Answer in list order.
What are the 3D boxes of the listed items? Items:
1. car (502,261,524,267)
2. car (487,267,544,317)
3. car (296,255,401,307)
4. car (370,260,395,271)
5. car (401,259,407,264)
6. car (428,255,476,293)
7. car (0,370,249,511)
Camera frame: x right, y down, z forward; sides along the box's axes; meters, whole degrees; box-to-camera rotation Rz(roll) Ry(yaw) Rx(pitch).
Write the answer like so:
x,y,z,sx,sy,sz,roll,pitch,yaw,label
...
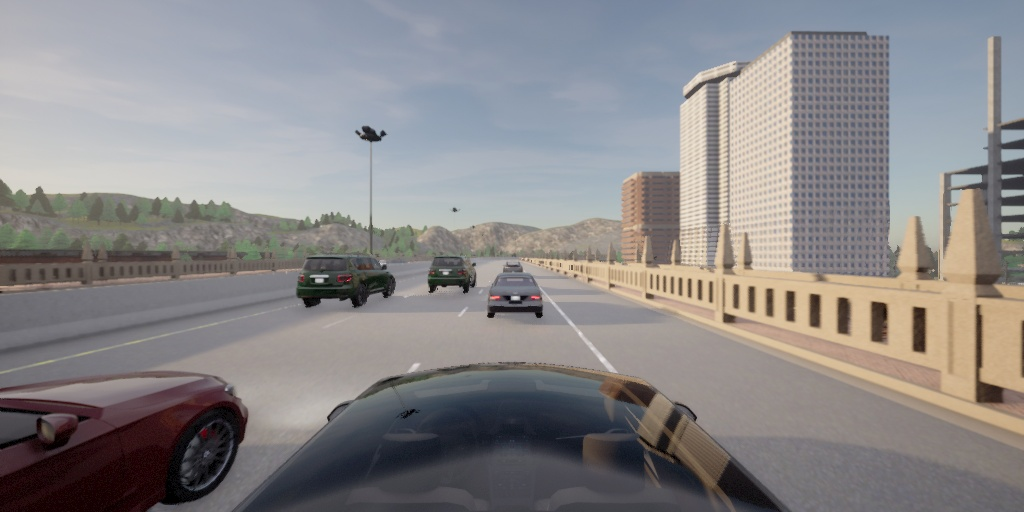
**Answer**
x,y,z,sx,sy,sz,roll,pitch,yaw,label
0.099,1.241,34.494,2.128,1.511,4.902,0,0,0,car
0.103,1.297,13.143,2.033,1.411,5.357,0,0,0,car
-6.897,0.972,15.534,2.150,2.045,5.566,0,0,0,car
-17.727,1.276,49.305,1.812,1.442,4.674,0,0,-1,car
-14.124,1.101,43.630,2.097,1.767,4.553,0,0,0,car
-3.395,0.971,21.085,2.150,2.045,5.566,0,0,0,car
-3.413,1.276,1.441,1.812,1.442,4.674,0,0,0,car
